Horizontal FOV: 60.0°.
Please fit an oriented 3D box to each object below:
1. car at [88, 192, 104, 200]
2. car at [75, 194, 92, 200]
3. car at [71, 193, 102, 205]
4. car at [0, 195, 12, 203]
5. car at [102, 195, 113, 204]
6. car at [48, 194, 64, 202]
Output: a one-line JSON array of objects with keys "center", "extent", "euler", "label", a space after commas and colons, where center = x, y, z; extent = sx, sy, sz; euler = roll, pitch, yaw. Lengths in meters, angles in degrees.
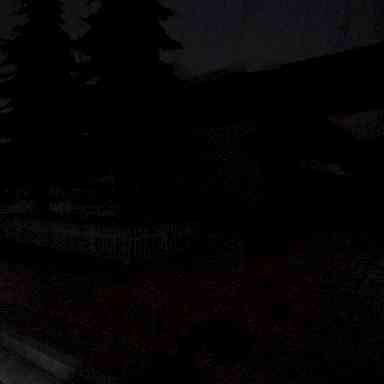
[{"center": [-24.369, 0.998, 84.411], "extent": [3.866, 1.878, 1.905], "euler": [0, 0, 36], "label": "car"}, {"center": [-26.820, 1.281, 82.084], "extent": [3.806, 1.475, 1.970], "euler": [0, 0, 36], "label": "car"}, {"center": [-16.651, 1.048, 51.417], "extent": [4.605, 1.855, 1.932], "euler": [0, 0, 36], "label": "car"}, {"center": [-33.771, 1.249, 59.420], "extent": [3.633, 1.501, 1.845], "euler": [0, 0, 36], "label": "car"}, {"center": [-15.273, 1.027, 54.009], "extent": [3.866, 1.878, 1.905], "euler": [0, 0, 36], "label": "car"}, {"center": [-27.853, 1.227, 67.473], "extent": [4.514, 1.523, 2.007], "euler": [0, 0, 36], "label": "car"}]
